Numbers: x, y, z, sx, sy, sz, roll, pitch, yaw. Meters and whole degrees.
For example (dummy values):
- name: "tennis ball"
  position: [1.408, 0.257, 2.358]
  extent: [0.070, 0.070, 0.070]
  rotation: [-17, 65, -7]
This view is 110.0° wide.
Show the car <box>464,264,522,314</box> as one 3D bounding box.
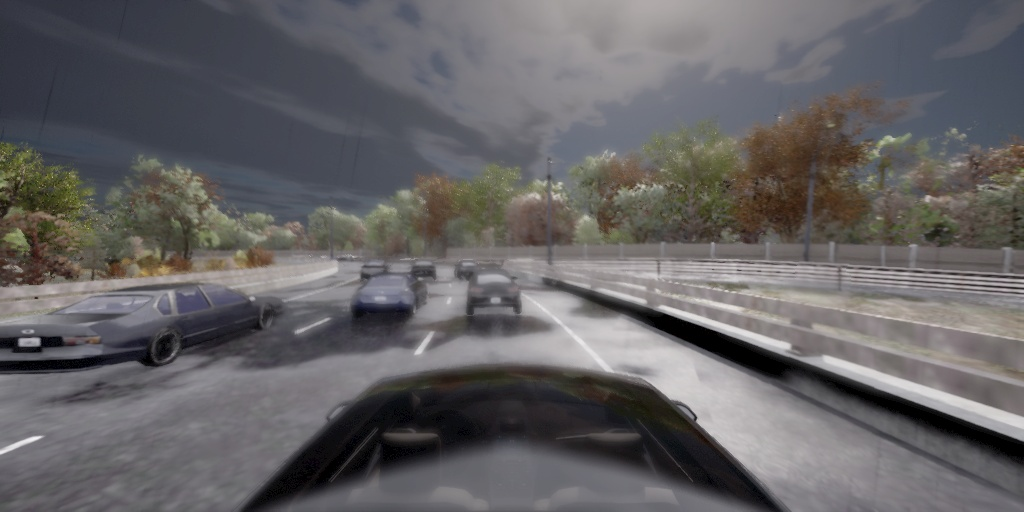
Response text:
- name: "car"
  position: [-0.754, 1.193, 13.385]
  extent: [1.812, 1.442, 4.674]
  rotation: [0, 0, -6]

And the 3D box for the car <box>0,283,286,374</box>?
- name: "car"
  position: [-7.247, 1.291, 7.770]
  extent: [2.033, 1.411, 5.357]
  rotation: [0, 0, -4]

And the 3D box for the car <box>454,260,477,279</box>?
- name: "car"
  position: [-3.686, 1.088, 29.575]
  extent: [1.812, 1.442, 4.674]
  rotation: [0, 0, -14]

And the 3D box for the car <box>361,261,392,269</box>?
- name: "car"
  position: [-10.397, 1.104, 27.586]
  extent: [2.128, 1.511, 4.902]
  rotation: [0, 0, -14]

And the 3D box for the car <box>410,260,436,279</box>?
- name: "car"
  position: [-7.313, 1.059, 29.597]
  extent: [1.882, 1.535, 5.008]
  rotation: [0, 0, -15]

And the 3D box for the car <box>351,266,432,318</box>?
- name: "car"
  position: [-4.219, 1.253, 12.902]
  extent: [1.994, 1.385, 4.181]
  rotation: [0, 0, -6]
